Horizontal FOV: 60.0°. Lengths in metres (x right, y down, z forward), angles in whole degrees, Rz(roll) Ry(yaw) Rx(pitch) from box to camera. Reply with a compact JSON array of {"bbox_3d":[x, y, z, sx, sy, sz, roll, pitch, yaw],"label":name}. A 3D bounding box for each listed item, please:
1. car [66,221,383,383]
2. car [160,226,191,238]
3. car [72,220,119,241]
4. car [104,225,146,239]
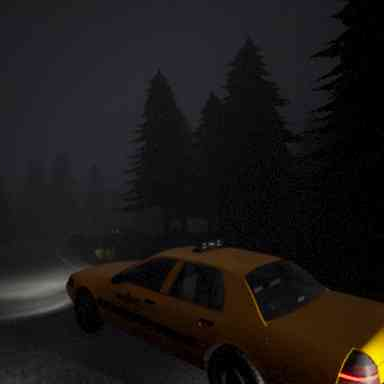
[{"bbox_3d":[0.037,1.443,4.837,5.366,1.575,1.801,0,1,44],"label":"car"},{"bbox_3d":[-2.221,5.555,46.373,1.882,1.535,5.008,-5,-8,30],"label":"car"},{"bbox_3d":[-10.676,4.313,37.359,2.150,2.045,5.566,-5,-7,20],"label":"car"},{"bbox_3d":[-7.385,4.515,37.091,2.033,1.411,5.357,-4,-8,21],"label":"car"}]
